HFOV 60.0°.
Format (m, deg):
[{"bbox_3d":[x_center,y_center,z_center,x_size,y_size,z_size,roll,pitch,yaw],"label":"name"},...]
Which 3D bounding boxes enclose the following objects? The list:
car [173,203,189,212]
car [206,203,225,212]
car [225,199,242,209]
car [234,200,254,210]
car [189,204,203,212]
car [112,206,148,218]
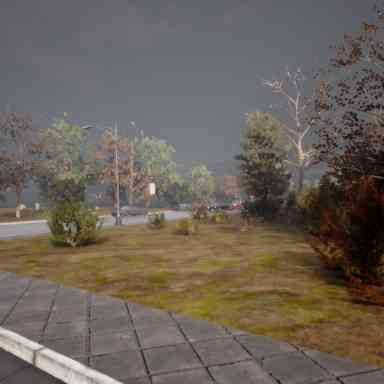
[{"bbox_3d":[-1.151,2.705,58.001,2.033,1.411,5.357,-3,-2,32],"label":"car"},{"bbox_3d":[4.288,2.434,53.301,1.895,1.301,4.718,-3,-2,32],"label":"car"},{"bbox_3d":[7.594,2.036,52.009,2.097,1.767,4.553,-3,-2,32],"label":"car"},{"bbox_3d":[9.732,2.404,61.890,1.882,1.535,5.008,-3,-2,33],"label":"car"},{"bbox_3d":[1.971,2.671,56.383,1.895,1.301,4.718,-3,-2,32],"label":"car"},{"bbox_3d":[-7.750,2.430,41.071,2.033,1.411,5.357,-3,-2,32],"label":"car"}]
